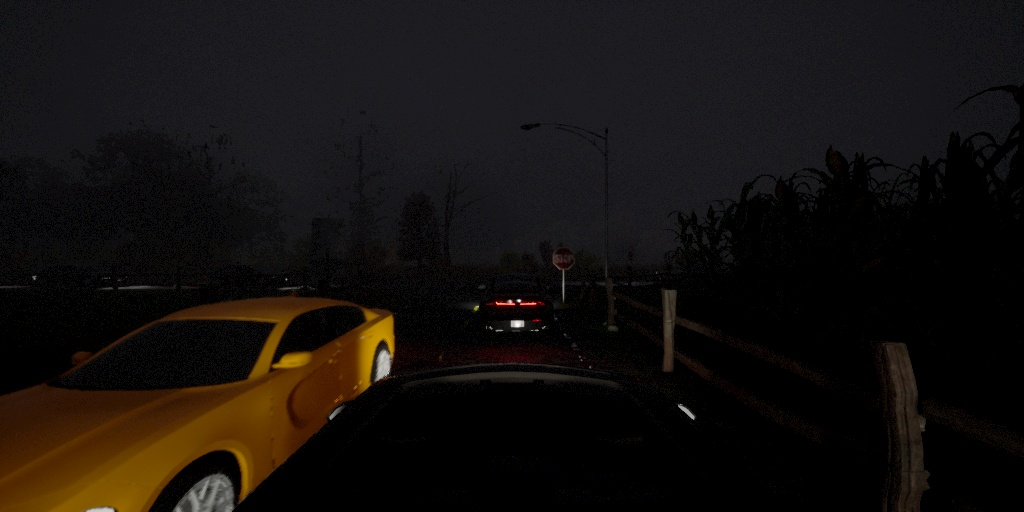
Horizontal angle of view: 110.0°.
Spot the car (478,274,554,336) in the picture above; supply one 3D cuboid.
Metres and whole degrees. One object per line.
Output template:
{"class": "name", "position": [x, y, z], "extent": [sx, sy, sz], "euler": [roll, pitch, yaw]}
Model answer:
{"class": "car", "position": [0.071, 1.255, 10.366], "extent": [1.837, 1.490, 4.892], "euler": [0, 0, -1]}

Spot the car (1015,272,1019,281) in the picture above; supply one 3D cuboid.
{"class": "car", "position": [35.413, 1.136, 25.569], "extent": [5.008, 1.535, 1.882], "euler": [0, 0, 1]}

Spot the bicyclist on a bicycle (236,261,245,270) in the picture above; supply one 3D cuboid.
{"class": "bicyclist on a bicycle", "position": [-22.402, 1.241, 29.442], "extent": [0.582, 1.620, 1.656], "euler": [0, 0, 1]}

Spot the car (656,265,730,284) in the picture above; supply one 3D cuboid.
{"class": "car", "position": [12.873, 1.322, 25.877], "extent": [4.718, 1.301, 1.895], "euler": [0, 0, 0]}

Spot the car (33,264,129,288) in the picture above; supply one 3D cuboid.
{"class": "car", "position": [-28.209, 1.290, 23.550], "extent": [4.892, 1.490, 1.837], "euler": [1, 0, 0]}

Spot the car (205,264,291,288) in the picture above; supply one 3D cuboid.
{"class": "car", "position": [-17.116, 1.281, 23.391], "extent": [4.892, 1.490, 1.837], "euler": [0, 0, 1]}

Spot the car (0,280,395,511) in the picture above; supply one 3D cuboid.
{"class": "car", "position": [-2.822, 1.228, 3.807], "extent": [1.882, 1.535, 5.008], "euler": [0, 0, 0]}
